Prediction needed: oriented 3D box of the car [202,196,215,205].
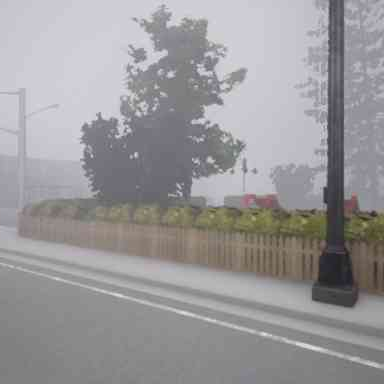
[{"bbox_3d":[1.783,1.338,53.337,1.882,1.535,5.008,0,0,36],"label":"car"}]
